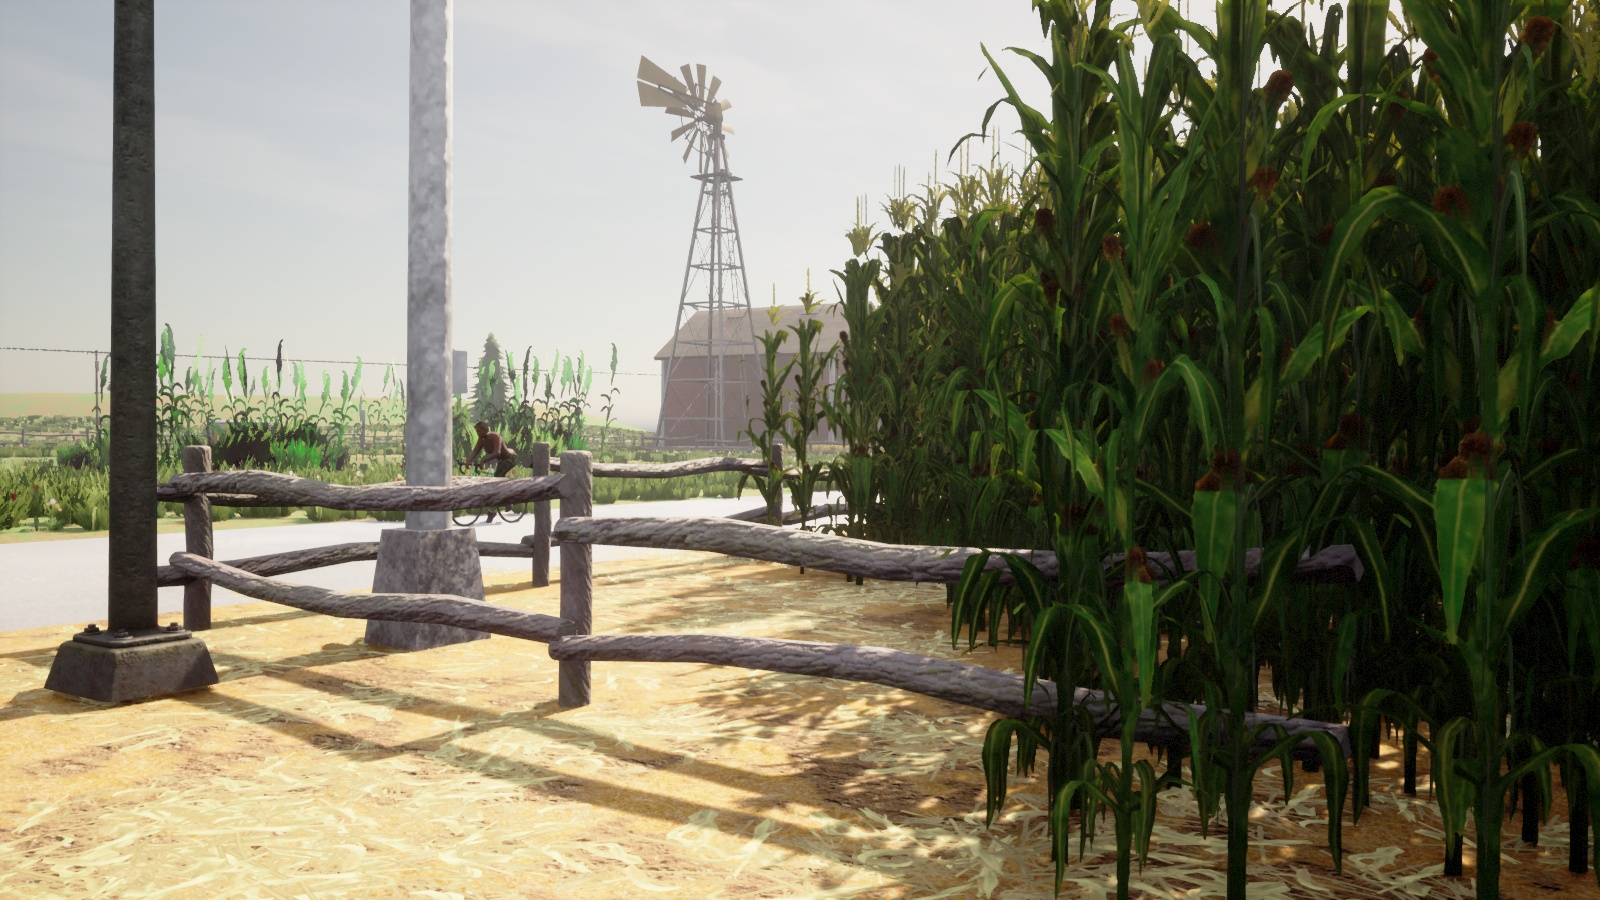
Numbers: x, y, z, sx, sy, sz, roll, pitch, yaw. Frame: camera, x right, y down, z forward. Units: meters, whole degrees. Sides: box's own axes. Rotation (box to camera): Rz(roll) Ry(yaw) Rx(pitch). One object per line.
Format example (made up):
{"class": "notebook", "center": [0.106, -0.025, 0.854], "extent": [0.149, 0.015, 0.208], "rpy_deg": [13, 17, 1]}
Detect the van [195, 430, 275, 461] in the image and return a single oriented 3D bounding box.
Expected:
{"class": "van", "center": [-37.255, -0.310, 82.898], "extent": [1.775, 1.987, 4.442], "rpy_deg": [0, 1, 39]}

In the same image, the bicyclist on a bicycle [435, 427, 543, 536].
{"class": "bicyclist on a bicycle", "center": [-4.840, 0.460, 19.617], "extent": [0.582, 1.620, 1.656], "rpy_deg": [0, 1, 33]}
